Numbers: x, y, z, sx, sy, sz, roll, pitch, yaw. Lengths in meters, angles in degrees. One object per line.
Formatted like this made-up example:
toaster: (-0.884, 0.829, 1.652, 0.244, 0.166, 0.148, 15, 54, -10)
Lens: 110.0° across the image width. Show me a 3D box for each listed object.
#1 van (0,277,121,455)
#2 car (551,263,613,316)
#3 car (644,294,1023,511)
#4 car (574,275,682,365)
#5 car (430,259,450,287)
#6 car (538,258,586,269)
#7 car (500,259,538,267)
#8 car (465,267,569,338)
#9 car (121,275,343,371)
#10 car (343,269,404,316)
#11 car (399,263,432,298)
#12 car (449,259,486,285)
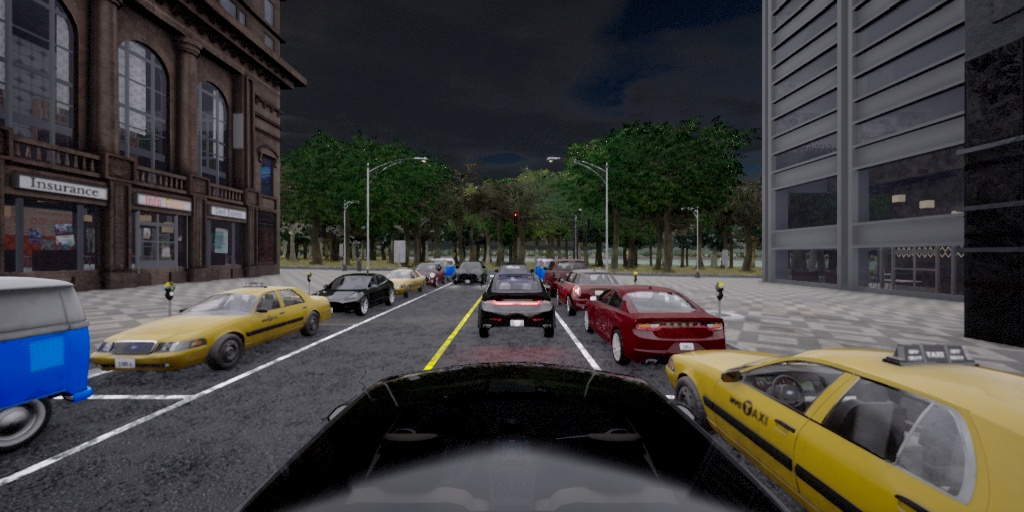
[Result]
van: (-5.762, 1.091, 2.479, 1.690, 1.789, 3.998, 0, 0, 0)
car: (2.780, 1.194, 13.340, 1.967, 1.591, 4.097, 0, 0, 0)
car: (2.763, 1.276, 2.636, 1.751, 1.417, 4.829, 0, 0, 0)
car: (2.771, 1.297, 7.903, 1.888, 1.381, 4.507, 0, 0, 0)
car: (-5.728, 1.200, 24.229, 1.967, 1.591, 4.097, 0, 0, 0)
car: (2.789, 1.072, 18.778, 2.192, 1.841, 5.009, 0, 0, 0)
car: (0.128, 1.109, 19.183, 2.097, 1.767, 4.553, 0, 0, 1)
car: (0.113, 1.245, 10.218, 2.128, 1.511, 4.902, 0, 0, 0)
car: (-5.754, 1.277, 7.747, 1.751, 1.417, 4.829, 0, 0, 0)
car: (-5.745, 1.320, 13.354, 1.948, 1.339, 4.313, 0, 0, 0)
car: (-5.737, 1.282, 18.622, 1.751, 1.417, 4.829, 0, 0, 0)
car: (-2.969, 1.111, 26.303, 2.097, 1.767, 4.553, 0, 0, 0)
